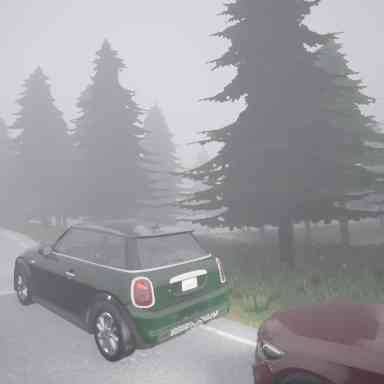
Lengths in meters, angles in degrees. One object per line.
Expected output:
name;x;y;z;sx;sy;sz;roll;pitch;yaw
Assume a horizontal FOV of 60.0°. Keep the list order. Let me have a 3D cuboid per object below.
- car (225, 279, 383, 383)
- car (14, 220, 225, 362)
car;2.768;1.532;2.584;4.674;1.442;1.812;1;0;36
car;-1.566;1.309;6.198;4.553;1.767;2.097;1;1;44
